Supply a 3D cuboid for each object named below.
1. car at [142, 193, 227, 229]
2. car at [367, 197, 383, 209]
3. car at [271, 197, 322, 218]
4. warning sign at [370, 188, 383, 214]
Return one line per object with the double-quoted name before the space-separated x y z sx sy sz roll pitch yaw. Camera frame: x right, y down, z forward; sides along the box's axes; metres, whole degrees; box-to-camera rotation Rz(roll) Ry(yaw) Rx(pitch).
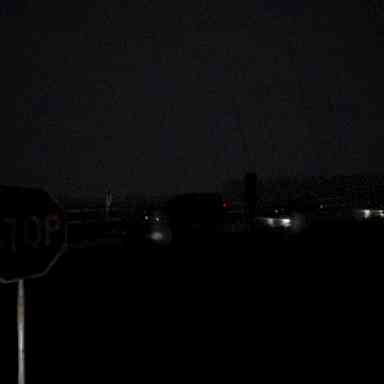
"car" -0.371 1.111 21.071 5.566 2.045 2.150 -1 -1 -33
"car" 20.240 0.932 34.603 5.008 1.535 1.882 -1 -1 -33
"car" 8.497 1.202 26.899 4.892 1.490 1.837 -2 0 -33
"warning sign" 13.912 0.650 24.139 1.060 1.860 1.300 -1 -1 -33
